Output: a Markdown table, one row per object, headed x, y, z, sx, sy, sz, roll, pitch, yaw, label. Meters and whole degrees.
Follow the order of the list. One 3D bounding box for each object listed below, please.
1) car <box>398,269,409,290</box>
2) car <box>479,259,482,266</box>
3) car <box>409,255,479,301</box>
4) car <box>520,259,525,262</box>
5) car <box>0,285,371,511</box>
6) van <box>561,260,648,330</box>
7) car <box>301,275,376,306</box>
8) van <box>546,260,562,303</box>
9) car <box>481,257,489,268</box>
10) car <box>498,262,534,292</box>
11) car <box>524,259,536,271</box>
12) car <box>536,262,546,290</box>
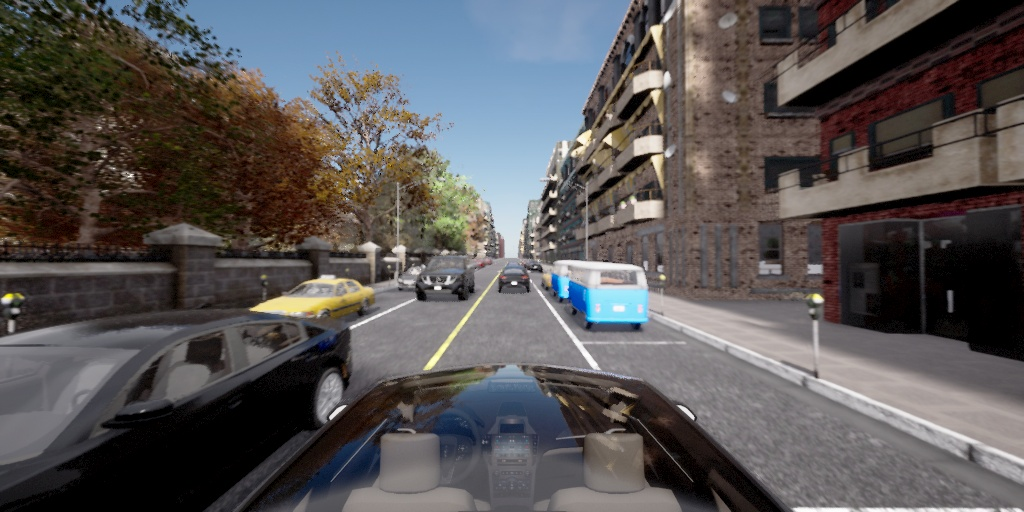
| x | y | z | sx | sy | sz | roll | pitch | yaw | label |
| --- | --- | --- | --- | --- | --- | --- | --- | --- | --- |
| -5.663 | 1.315 | 21.998 | 2.007 | 1.370 | 4.403 | 0 | 0 | 0 | car |
| -5.626 | 1.350 | 49.615 | 1.948 | 1.339 | 4.313 | 0 | 0 | 0 | car |
| -3.078 | 0.984 | 17.674 | 2.150 | 2.045 | 5.566 | 0 | 0 | 0 | car |
| 0.155 | 1.343 | 42.882 | 1.994 | 1.385 | 4.181 | 0 | 0 | 0 | car |
| -3.046 | 1.229 | 2.734 | 1.882 | 1.535 | 5.008 | 0 | 0 | 0 | car |
| 2.704 | 1.097 | 10.941 | 1.690 | 1.789 | 3.998 | 0 | 0 | 0 | van |
| -5.678 | 1.282 | 10.782 | 1.751 | 1.417 | 4.829 | 0 | 0 | 0 | car |
| 2.711 | 1.101 | 16.464 | 1.690 | 1.789 | 3.998 | 0 | 0 | 0 | van |
| -5.611 | 1.106 | 60.663 | 2.192 | 1.841 | 5.009 | 0 | 0 | 0 | car |
| 0.123 | 1.289 | 21.412 | 1.812 | 1.442 | 4.674 | 0 | 0 | 0 | car |
| 2.747 | 1.345 | 44.080 | 1.948 | 1.339 | 4.313 | 0 | 0 | 0 | car |
| 2.718 | 1.289 | 22.156 | 1.751 | 1.417 | 4.829 | 0 | 0 | 0 | car |
